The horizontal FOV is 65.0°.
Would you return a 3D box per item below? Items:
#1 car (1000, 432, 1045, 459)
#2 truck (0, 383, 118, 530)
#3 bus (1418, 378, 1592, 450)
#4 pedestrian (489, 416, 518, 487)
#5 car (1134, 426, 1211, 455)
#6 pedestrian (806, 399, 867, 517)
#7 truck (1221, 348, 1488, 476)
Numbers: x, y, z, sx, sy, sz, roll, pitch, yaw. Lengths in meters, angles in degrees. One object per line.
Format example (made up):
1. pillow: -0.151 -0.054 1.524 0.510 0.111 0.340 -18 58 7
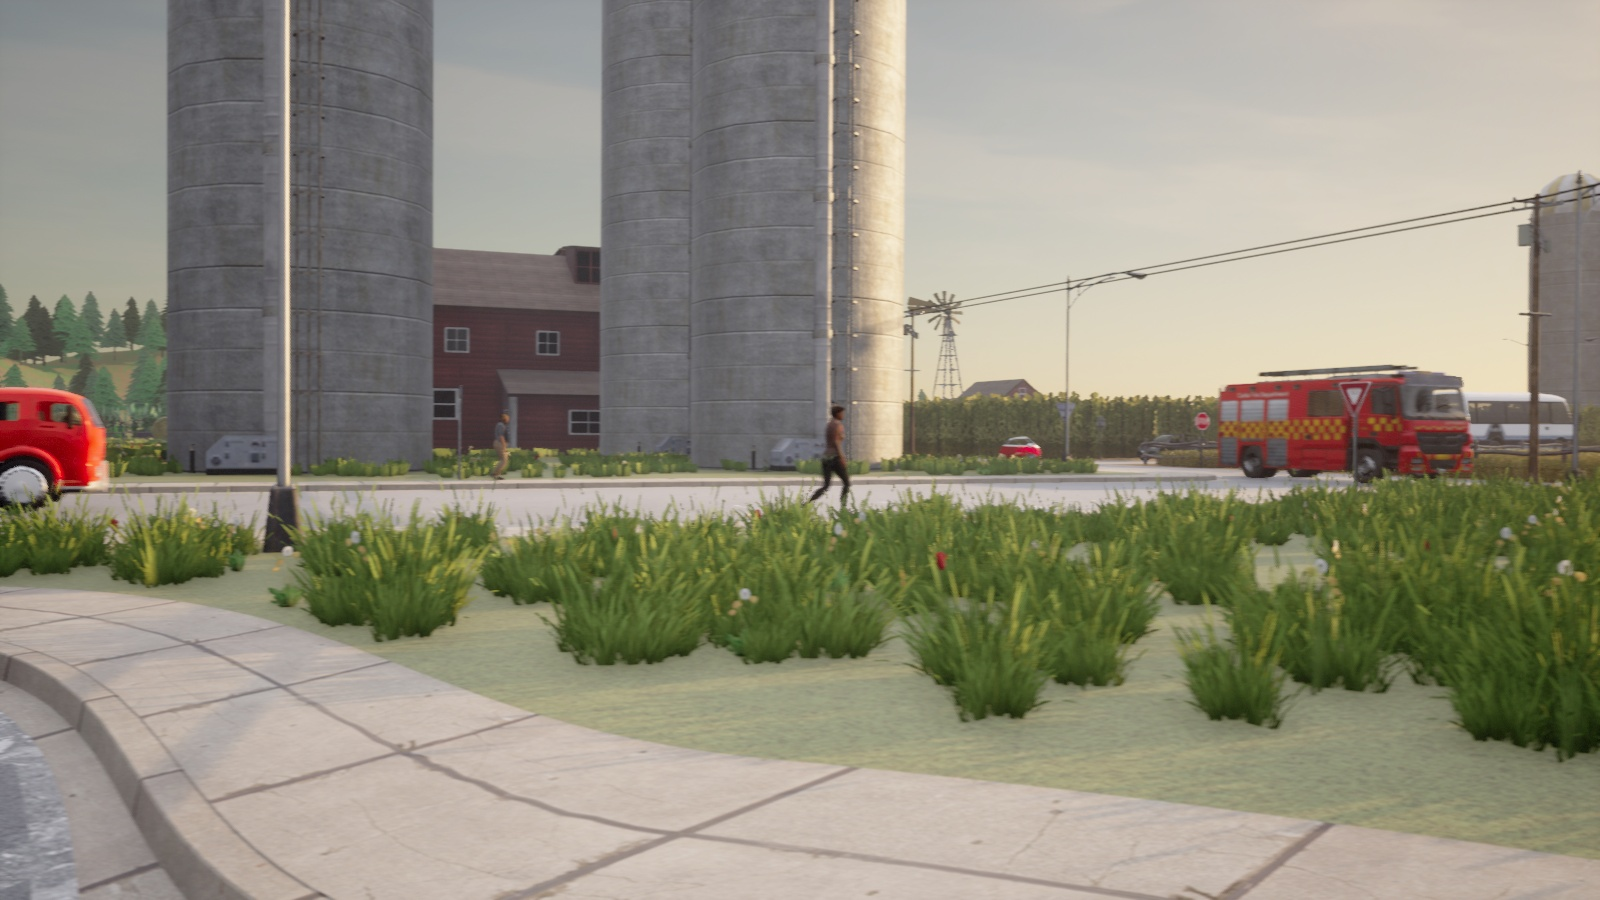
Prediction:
1. car: 11.898 -0.242 67.068 2.207 1.376 1.481 -1 2 15
2. truck: -14.981 0.123 21.875 5.204 2.467 2.627 -1 1 -24
3. bus: 44.243 -2.272 78.774 10.273 4.253 3.944 -1 1 -23
4. pedestrian: -7.887 0.031 33.405 0.694 1.848 0.540 -1 1 -19
5. car: 21.562 -0.584 72.712 3.988 1.617 1.851 -1 1 -23
6. pedestrian: 0.574 0.118 19.634 0.869 1.805 0.328 -1 1 -24
7. truck: 18.212 -1.200 42.044 2.891 3.827 8.468 -1 1 -23
